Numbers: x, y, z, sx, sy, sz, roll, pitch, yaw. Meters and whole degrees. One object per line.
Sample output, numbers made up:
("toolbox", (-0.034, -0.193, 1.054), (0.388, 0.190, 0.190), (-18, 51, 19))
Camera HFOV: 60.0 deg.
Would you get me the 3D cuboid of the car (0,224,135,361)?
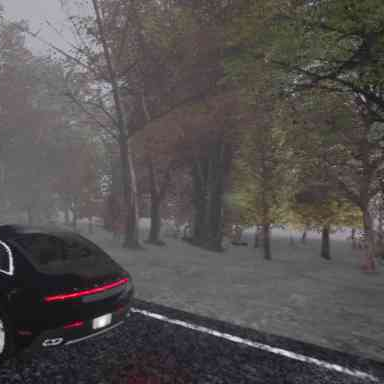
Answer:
("car", (-3.166, 1.343, 5.932), (4.892, 1.490, 1.837), (5, 2, 36))
